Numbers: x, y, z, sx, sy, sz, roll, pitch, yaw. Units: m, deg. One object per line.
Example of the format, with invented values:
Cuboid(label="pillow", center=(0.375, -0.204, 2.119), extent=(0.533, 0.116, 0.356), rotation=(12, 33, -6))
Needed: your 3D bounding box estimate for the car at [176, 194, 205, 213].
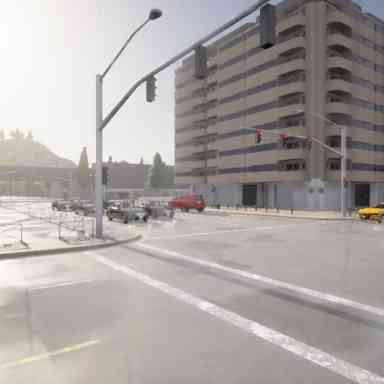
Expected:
Cuboid(label="car", center=(-0.752, 1.277, 38.141), extent=(2.150, 2.045, 5.566), rotation=(0, 0, -35))

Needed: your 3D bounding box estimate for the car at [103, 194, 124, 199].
Cuboid(label="car", center=(-9.095, 1.277, 37.551), extent=(2.150, 2.045, 5.566), rotation=(0, 0, -35))

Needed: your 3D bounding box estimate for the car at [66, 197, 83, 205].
Cuboid(label="car", center=(-22.008, 1.619, 62.189), extent=(1.994, 1.385, 4.181), rotation=(0, 0, -35))

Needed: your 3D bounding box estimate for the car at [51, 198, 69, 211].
Cuboid(label="car", center=(-16.115, 1.547, 41.424), extent=(2.128, 1.511, 4.902), rotation=(0, 0, -35))

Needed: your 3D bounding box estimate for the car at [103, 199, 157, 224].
Cuboid(label="car", center=(-5.063, 1.547, 25.796), extent=(2.128, 1.511, 4.902), rotation=(0, 0, -35))

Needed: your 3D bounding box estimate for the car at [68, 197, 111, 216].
Cuboid(label="car", center=(-10.309, 1.547, 33.209), extent=(2.128, 1.511, 4.902), rotation=(0, 0, -35))

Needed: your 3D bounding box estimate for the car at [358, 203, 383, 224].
Cuboid(label="car", center=(14.744, 1.493, 24.758), extent=(5.008, 1.535, 1.882), rotation=(0, 1, -19))

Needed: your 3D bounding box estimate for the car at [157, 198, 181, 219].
Cuboid(label="car", center=(-3.395, 1.547, 29.499), extent=(2.128, 1.511, 4.902), rotation=(0, 0, -35))
